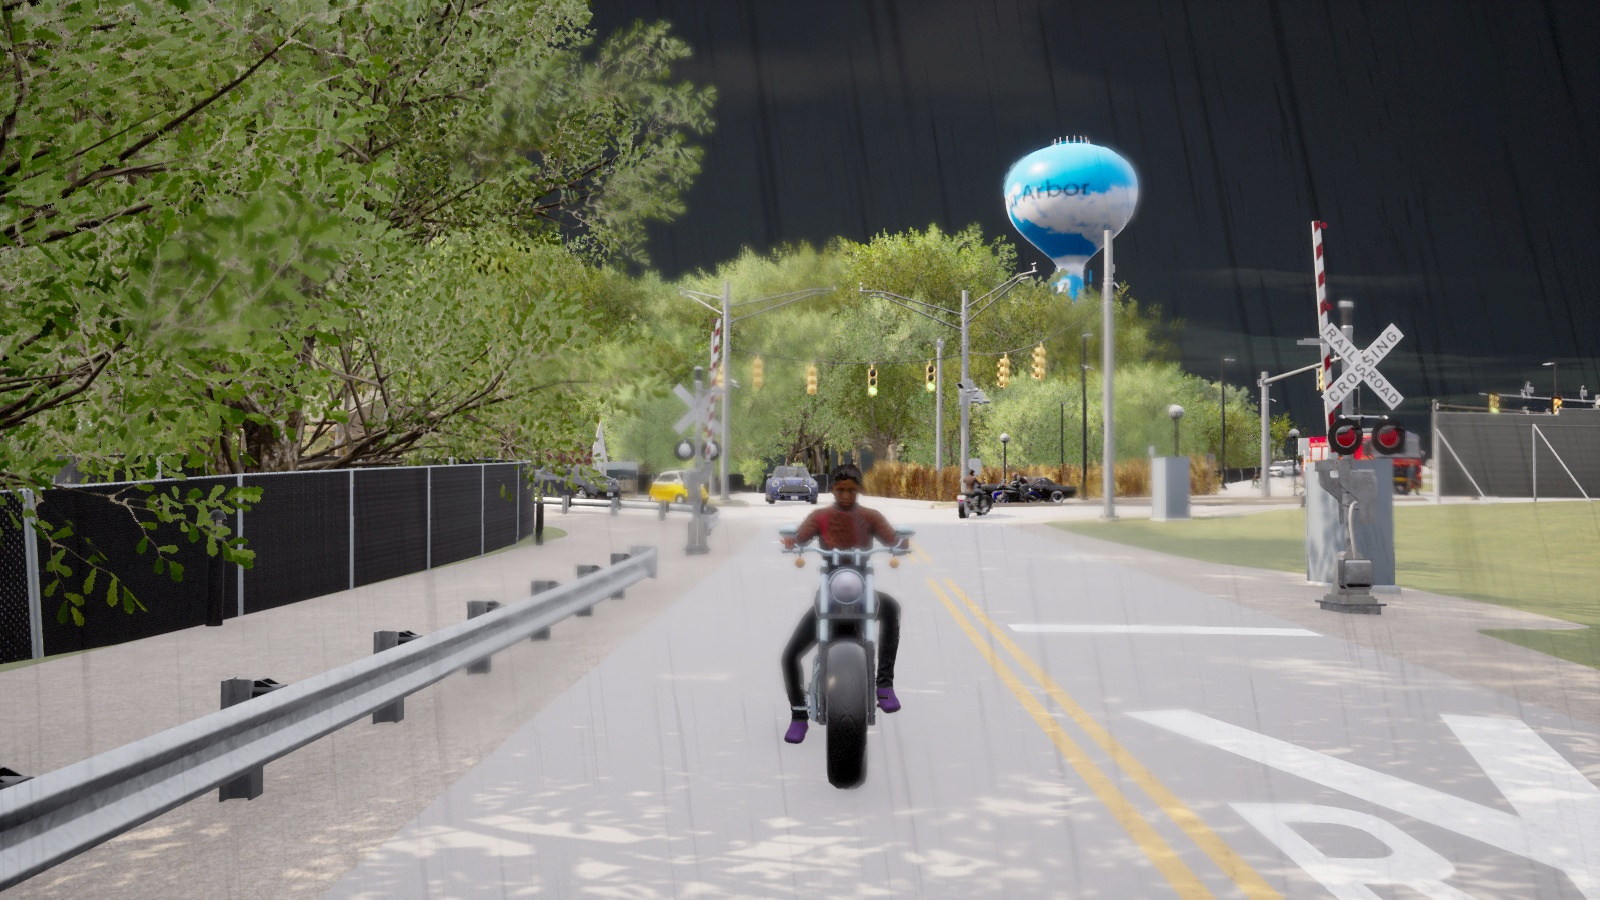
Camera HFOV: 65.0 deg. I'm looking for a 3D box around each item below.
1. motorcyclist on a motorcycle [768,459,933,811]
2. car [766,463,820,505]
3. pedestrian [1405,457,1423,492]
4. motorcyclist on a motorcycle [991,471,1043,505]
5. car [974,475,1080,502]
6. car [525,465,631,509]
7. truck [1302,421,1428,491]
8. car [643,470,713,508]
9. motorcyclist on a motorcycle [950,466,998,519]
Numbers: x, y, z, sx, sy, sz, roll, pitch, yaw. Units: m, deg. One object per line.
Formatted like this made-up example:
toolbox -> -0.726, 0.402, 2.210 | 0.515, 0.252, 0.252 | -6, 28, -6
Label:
motorcyclist on a motorcycle -> 0.270, 0.884, 7.085 | 0.766, 1.649, 2.350 | 0, -1, 2
car -> -0.368, 1.471, 55.251 | 2.097, 1.767, 4.553 | 0, -1, -4
pedestrian -> 32.725, 1.292, 66.980 | 0.726, 1.842, 0.402 | 0, -3, -8
motorcyclist on a motorcycle -> 9.861, 1.730, 57.018 | 2.191, 1.530, 0.866 | 0, -1, -4
car -> 10.911, 1.855, 60.601 | 4.718, 1.301, 1.895 | 0, -1, -4
car -> -7.947, 1.329, 44.832 | 3.633, 1.501, 1.845 | -1, -3, 41
truck -> 32.610, 0.409, 72.905 | 2.891, 3.827, 8.468 | 0, -1, -5
car -> -4.652, 1.502, 47.849 | 2.207, 1.376, 1.481 | -2, -3, 34
motorcyclist on a motorcycle -> 5.792, 1.390, 41.717 | 0.766, 1.649, 2.350 | 1, 1, 29
